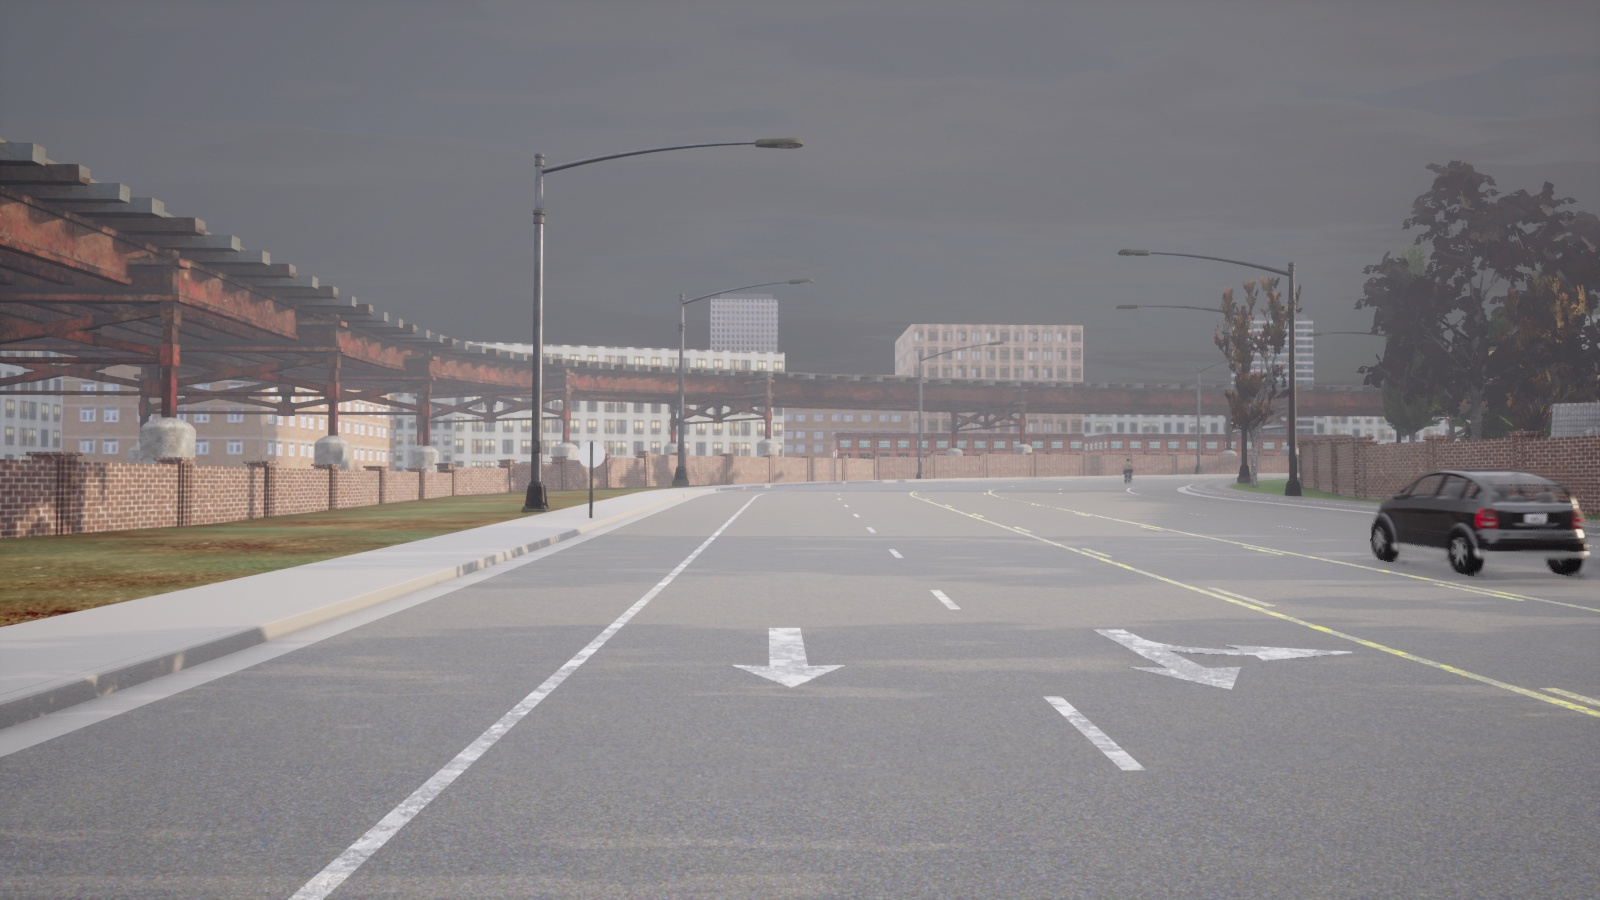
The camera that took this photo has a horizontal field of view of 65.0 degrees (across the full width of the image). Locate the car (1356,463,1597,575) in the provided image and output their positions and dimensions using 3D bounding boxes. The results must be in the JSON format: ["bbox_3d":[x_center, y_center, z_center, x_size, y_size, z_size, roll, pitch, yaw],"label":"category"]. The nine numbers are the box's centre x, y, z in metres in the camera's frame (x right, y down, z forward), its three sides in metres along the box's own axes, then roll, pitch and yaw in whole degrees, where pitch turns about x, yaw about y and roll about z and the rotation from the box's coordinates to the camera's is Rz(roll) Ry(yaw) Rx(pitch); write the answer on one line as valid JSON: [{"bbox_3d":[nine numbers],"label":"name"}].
[{"bbox_3d":[10.449,1.001,19.728,1.789,1.549,3.705,0,0,0],"label":"car"}]
